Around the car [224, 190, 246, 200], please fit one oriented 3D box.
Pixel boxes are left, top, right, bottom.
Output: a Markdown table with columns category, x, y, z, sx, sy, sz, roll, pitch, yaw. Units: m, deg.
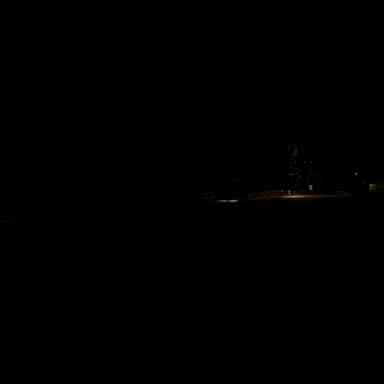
| category | x | y | z | sx | sy | sz | roll | pitch | yaw |
| --- | --- | --- | --- | --- | --- | --- | --- | --- | --- |
| car | 7.143 | 0.488 | 54.791 | 1.882 | 1.535 | 5.008 | -1 | 0 | 36 |
